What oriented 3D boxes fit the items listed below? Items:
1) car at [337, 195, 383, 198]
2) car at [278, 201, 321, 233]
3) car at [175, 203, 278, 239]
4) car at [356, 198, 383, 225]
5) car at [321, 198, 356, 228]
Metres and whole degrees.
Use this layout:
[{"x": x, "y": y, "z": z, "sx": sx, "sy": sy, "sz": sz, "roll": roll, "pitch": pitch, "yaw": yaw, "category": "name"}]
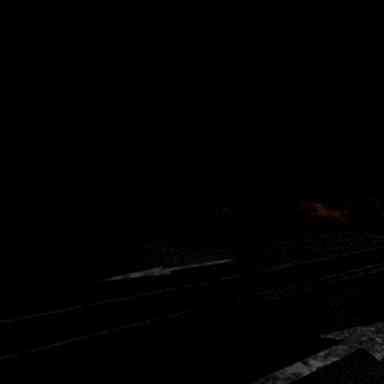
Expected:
[{"x": 12.611, "y": 1.117, "z": 24.288, "sx": 4.553, "sy": 1.767, "sz": 2.185, "roll": -1, "pitch": 0, "yaw": 36, "category": "car"}, {"x": 4.206, "y": 1.356, "z": 18.568, "sx": 4.892, "sy": 1.521, "sz": 2.231, "roll": -1, "pitch": 0, "yaw": 36, "category": "car"}, {"x": 1.386, "y": 1.392, "z": 16.680, "sx": 4.892, "sy": 1.521, "sz": 2.231, "roll": -1, "pitch": -1, "yaw": 36, "category": "car"}, {"x": 9.852, "y": 1.309, "z": 22.357, "sx": 4.792, "sy": 1.488, "sz": 2.163, "roll": -1, "pitch": 0, "yaw": 36, "category": "car"}, {"x": 6.861, "y": 1.317, "z": 20.576, "sx": 5.366, "sy": 1.575, "sz": 1.946, "roll": -1, "pitch": 0, "yaw": 36, "category": "car"}]
